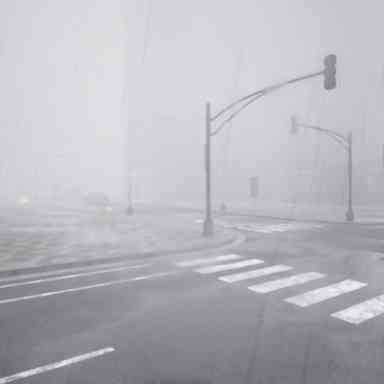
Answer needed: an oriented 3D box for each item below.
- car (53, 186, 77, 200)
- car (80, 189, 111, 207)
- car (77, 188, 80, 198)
[{"bbox_3d":[-20.445,0.089,52.600,2.150,2.045,5.566,0,1,-35],"label":"car"},{"bbox_3d":[-11.274,0.775,39.536,2.097,1.767,4.553,0,1,-35],"label":"car"},{"bbox_3d":[-20.932,0.359,58.464,2.150,2.045,5.566,0,1,-35],"label":"car"}]
